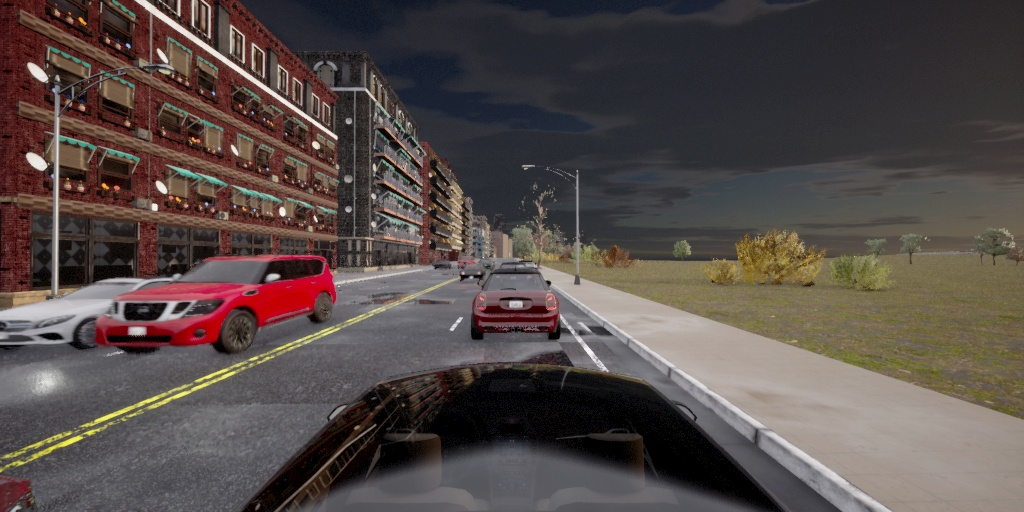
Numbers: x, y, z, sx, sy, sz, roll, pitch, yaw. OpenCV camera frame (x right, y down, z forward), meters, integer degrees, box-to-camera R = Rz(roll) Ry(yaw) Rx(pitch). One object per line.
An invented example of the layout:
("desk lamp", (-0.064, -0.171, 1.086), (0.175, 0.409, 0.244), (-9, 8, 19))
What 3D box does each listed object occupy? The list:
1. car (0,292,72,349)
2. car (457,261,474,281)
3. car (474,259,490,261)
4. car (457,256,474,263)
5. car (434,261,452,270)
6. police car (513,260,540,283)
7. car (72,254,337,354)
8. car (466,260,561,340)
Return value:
("car", (-9.861, 1.277, 9.240), (1.812, 1.442, 4.674), (0, 0, 0))
("car", (-3.191, 1.354, 30.188), (1.895, 1.301, 4.718), (0, 0, 0))
("car", (-3.213, 1.105, 45.014), (2.097, 1.767, 4.553), (0, 0, 0))
("car", (-6.668, 0.974, 52.741), (2.150, 2.045, 5.566), (0, 0, 0))
("car", (-9.918, 1.353, 51.469), (1.895, 1.301, 4.718), (0, 0, 0))
("police car", (1.098, 1.179, 29.419), (1.930, 1.638, 5.238), (0, 0, 0))
("car", (-6.613, 0.973, 9.085), (2.150, 2.045, 5.566), (0, 0, 0))
("car", (0.080, 1.103, 10.151), (2.097, 1.767, 4.553), (0, 0, 0))
